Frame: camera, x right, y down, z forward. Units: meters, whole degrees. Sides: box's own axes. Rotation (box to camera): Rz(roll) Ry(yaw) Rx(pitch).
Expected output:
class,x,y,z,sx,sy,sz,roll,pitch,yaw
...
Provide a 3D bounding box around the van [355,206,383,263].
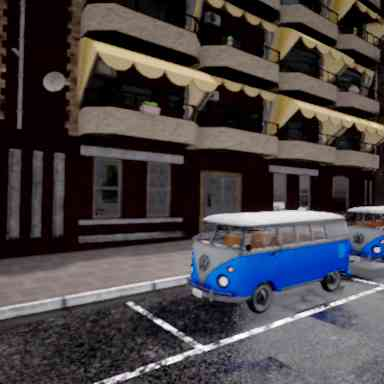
class,x,y,z,sx,sy,sz,roll,pitch,yaw
van,6.326,1.345,10.573,3.998,1.788,1.690,0,1,-35

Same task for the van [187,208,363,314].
class,x,y,z,sx,sy,sz,roll,pitch,yaw
van,1.820,1.342,7.363,3.998,1.788,1.690,0,2,-35
